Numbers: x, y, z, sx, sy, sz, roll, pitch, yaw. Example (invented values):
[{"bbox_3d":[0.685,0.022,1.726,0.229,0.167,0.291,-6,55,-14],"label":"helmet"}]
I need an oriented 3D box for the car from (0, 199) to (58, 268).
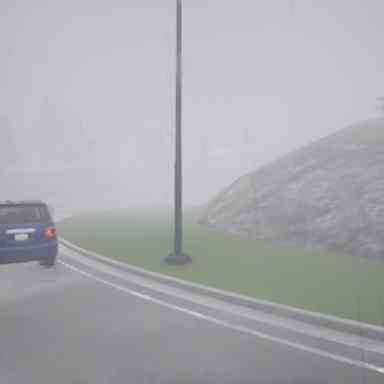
[{"bbox_3d":[-6.033,1.239,10.680,2.150,2.045,5.566,0,0,-38],"label":"car"}]

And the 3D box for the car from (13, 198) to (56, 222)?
[{"bbox_3d":[-13.099,1.399,27.907,2.097,1.767,4.553,0,0,-10],"label":"car"}]
